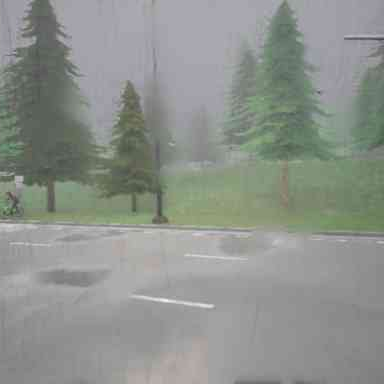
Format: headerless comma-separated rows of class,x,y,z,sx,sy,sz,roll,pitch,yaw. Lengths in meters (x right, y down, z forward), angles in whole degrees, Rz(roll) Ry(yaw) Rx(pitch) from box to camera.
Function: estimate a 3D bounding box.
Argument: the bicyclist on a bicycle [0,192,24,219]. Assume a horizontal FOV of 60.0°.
bicyclist on a bicycle,-11.098,0.798,20.519,0.582,1.620,1.656,-1,2,23
